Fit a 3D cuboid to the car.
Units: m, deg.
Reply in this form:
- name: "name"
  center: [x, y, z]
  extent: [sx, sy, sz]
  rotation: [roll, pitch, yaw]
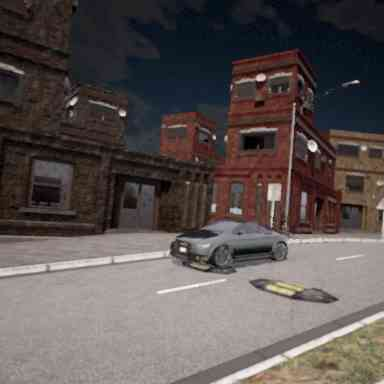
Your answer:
- name: "car"
  center: [1.350, 1.642, 11.290]
  extent: [4.181, 1.385, 1.994]
  rotation: [3, -1, -36]
